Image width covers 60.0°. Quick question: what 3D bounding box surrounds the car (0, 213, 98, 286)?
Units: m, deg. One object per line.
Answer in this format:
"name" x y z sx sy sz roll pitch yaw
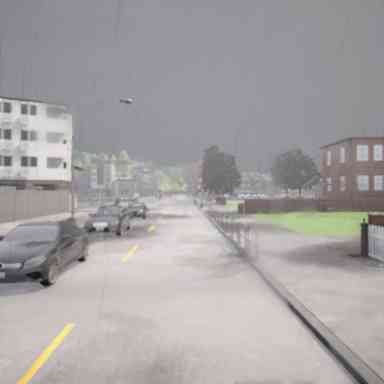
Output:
"car" -4.307 1.557 9.577 1.812 1.442 4.674 0 0 -2

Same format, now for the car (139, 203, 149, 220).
"car" -4.816 1.605 28.681 1.994 1.385 4.181 0 0 -1

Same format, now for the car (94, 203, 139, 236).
"car" -4.569 1.527 18.711 2.128 1.511 4.902 0 0 -1
